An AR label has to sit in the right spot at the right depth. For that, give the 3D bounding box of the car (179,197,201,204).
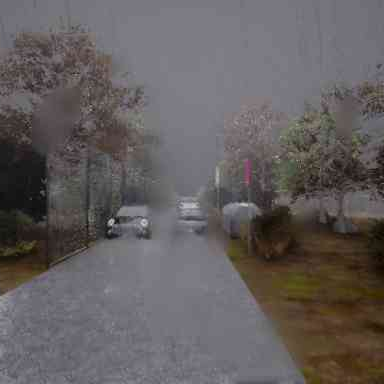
[{"bbox_3d":[-0.231,1.600,36.523,2.150,2.045,5.566,0,-1,0],"label":"car"}]

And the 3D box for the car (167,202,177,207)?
[{"bbox_3d":[-3.272,2.476,57.772,1.994,1.385,4.181,0,-2,0],"label":"car"}]

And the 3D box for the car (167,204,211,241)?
[{"bbox_3d":[-0.060,1.588,17.182,2.128,1.511,4.902,0,-1,-1],"label":"car"}]

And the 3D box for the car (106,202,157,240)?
[{"bbox_3d":[-3.027,1.446,17.443,2.097,1.767,4.553,0,-1,-1],"label":"car"}]
